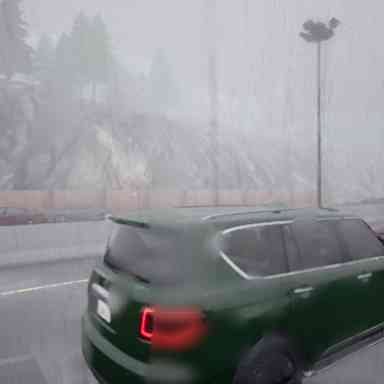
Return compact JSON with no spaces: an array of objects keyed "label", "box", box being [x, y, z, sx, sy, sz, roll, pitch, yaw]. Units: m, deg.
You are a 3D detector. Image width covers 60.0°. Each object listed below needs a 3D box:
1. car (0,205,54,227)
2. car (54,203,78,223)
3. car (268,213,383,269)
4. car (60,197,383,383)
[{"label":"car","box":[-10.490,1.467,18.007,5.008,1.535,1.882,0,0,-35]},{"label":"car","box":[-8.401,1.522,23.795,4.181,1.385,1.994,0,0,-35]},{"label":"car","box":[4.984,1.532,11.593,4.718,1.301,1.895,0,0,-35]},{"label":"car","box":[1.352,1.198,4.712,5.566,2.045,2.150,0,0,-35]}]
